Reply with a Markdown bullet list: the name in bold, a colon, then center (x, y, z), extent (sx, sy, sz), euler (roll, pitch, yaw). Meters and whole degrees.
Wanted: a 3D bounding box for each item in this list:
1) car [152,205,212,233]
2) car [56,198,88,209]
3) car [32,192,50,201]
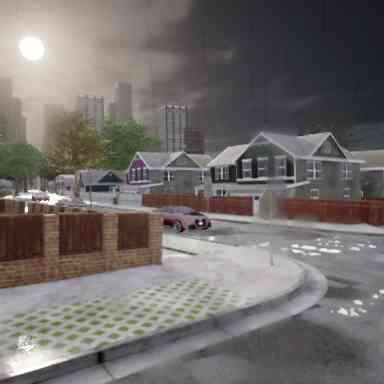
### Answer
- **car**: center (-0.824, 1.448, 18.948), extent (1.994, 1.385, 4.181), euler (-2, 2, -40)
- **car**: center (-12.080, 1.265, 33.124), extent (2.033, 1.411, 5.357), euler (-2, 2, -36)
- **car**: center (-21.073, 0.690, 46.243), extent (1.882, 1.535, 5.008), euler (-1, 1, -33)
